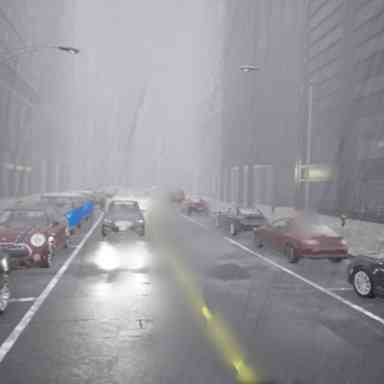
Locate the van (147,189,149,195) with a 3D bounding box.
[{"bbox_3d":[-7.565,0.079,66.620,1.690,1.788,3.998,1,1,-11],"label":"van"}]

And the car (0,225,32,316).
[{"bbox_3d":[-3.710,1.378,4.155,1.947,1.339,4.313,2,1,-11],"label":"car"}]

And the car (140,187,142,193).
[{"bbox_3d":[-12.012,-0.177,88.722,2.008,1.369,4.403,1,1,-11],"label":"car"}]

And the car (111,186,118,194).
[{"bbox_3d":[-15.922,0.061,64.928,1.947,1.339,4.313,1,1,-11],"label":"car"}]

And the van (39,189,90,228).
[{"bbox_3d":[-5.924,0.908,15.201,1.690,1.788,3.998,2,1,-11],"label":"van"}]

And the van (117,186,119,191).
[{"bbox_3d":[-18.136,-0.396,75.975,1.690,1.788,3.998,1,1,-11],"label":"van"}]

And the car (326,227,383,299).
[{"bbox_3d":[4.641,1.605,5.854,2.008,1.369,4.403,2,1,-11],"label":"car"}]

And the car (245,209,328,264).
[{"bbox_3d":[3.530,1.513,11.379,1.802,1.307,4.206,2,1,-11],"label":"car"}]

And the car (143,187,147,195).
[{"bbox_3d":[-9.788,-0.055,77.671,1.967,1.590,4.097,1,1,-11],"label":"car"}]

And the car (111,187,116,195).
[{"bbox_3d":[-13.701,0.274,53.878,1.887,1.381,4.507,1,1,-11],"label":"car"}]

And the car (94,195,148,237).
[{"bbox_3d":[-3.221,1.135,15.757,2.128,1.511,4.902,2,1,-11],"label":"car"}]

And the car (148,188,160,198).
[{"bbox_3d":[-6.493,0.376,61.266,1.752,1.417,4.829,1,1,-11],"label":"car"}]

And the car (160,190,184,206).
[{"bbox_3d":[-2.013,0.642,38.997,2.192,1.841,5.009,2,1,-11],"label":"car"}]

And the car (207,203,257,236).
[{"bbox_3d":[2.421,1.360,16.903,2.008,1.369,4.403,2,1,-11],"label":"car"}]

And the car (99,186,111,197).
[{"bbox_3d":[-9.253,0.519,31.774,2.192,1.841,5.009,2,1,-11],"label":"car"}]

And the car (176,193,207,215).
[{"bbox_3d":[0.201,1.112,27.952,1.887,1.381,4.507,2,1,-11],"label":"car"}]

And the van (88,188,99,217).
[{"bbox_3d":[-7.034,0.787,20.725,1.690,1.788,3.998,2,1,-11],"label":"van"}]

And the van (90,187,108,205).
[{"bbox_3d":[-10.364,0.425,37.299,1.690,1.788,3.998,2,1,-11],"label":"van"}]

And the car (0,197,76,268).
[{"bbox_3d":[-4.816,1.129,9.678,1.967,1.590,4.097,2,1,-11],"label":"car"}]
